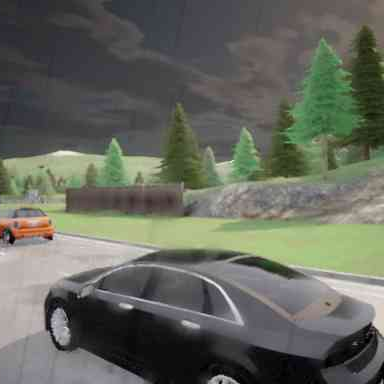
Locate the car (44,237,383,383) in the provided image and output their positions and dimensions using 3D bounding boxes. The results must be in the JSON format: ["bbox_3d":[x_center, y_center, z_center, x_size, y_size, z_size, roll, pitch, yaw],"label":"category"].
[{"bbox_3d":[-0.182,1.549,4.544,4.892,1.490,1.837,-1,0,39],"label":"car"}]

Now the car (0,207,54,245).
[{"bbox_3d":[-9.022,1.571,17.165,4.553,1.767,2.097,-1,-1,43],"label":"car"}]
